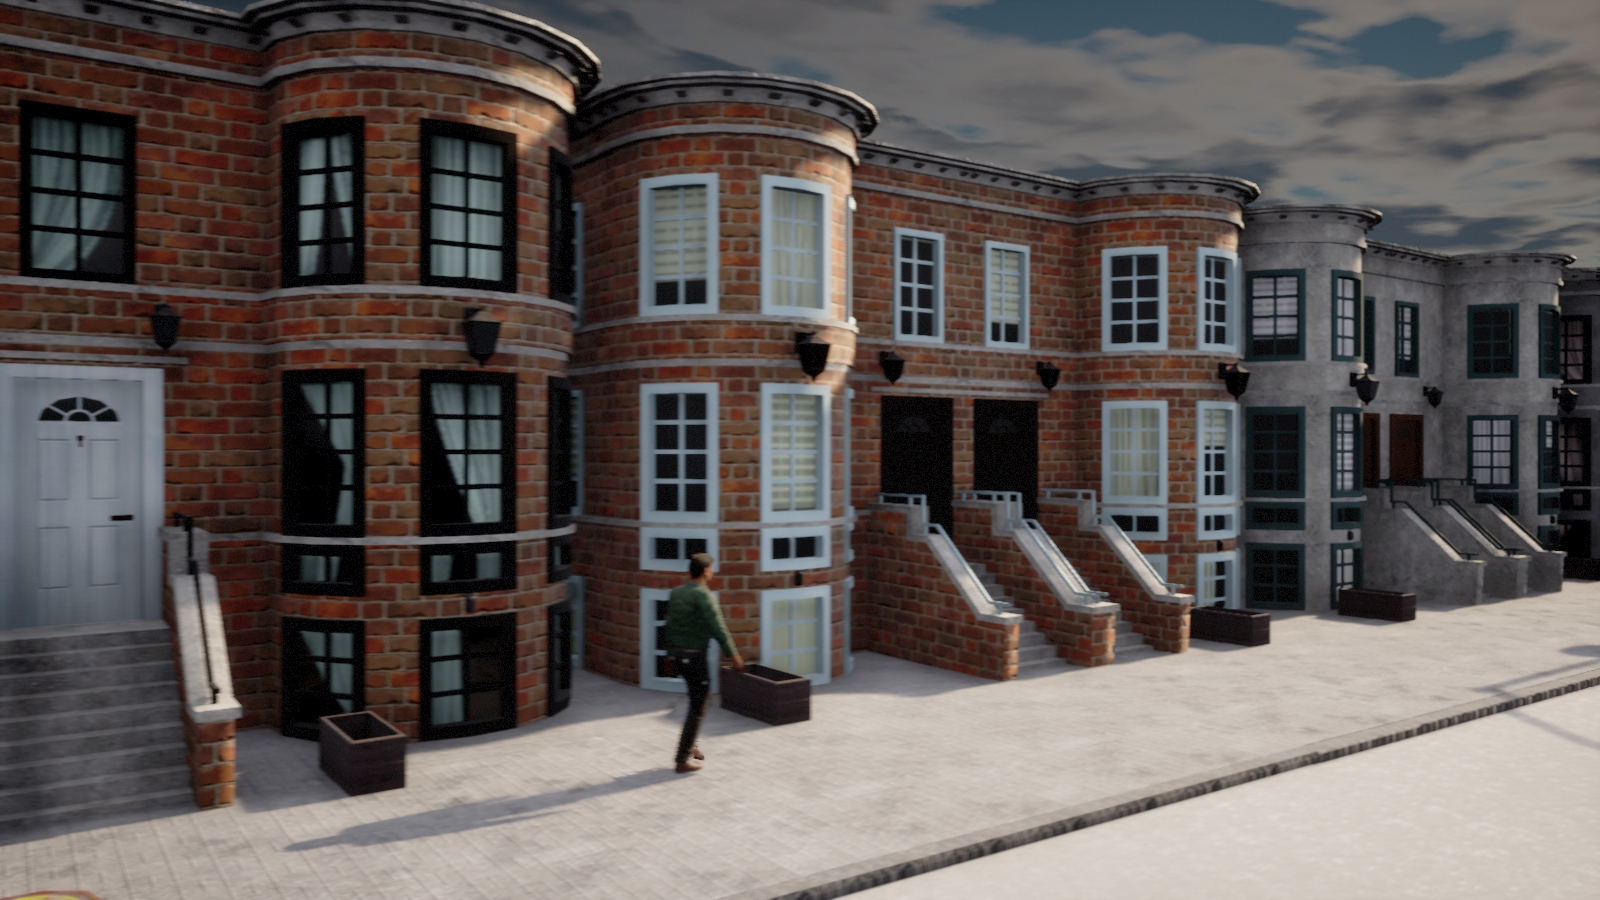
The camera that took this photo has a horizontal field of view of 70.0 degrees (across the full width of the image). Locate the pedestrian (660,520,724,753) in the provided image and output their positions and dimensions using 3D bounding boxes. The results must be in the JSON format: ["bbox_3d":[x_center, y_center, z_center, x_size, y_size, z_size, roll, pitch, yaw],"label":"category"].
[{"bbox_3d":[-0.902,1.528,9.533,0.375,1.860,0.375,0,0,-43],"label":"pedestrian"}]
